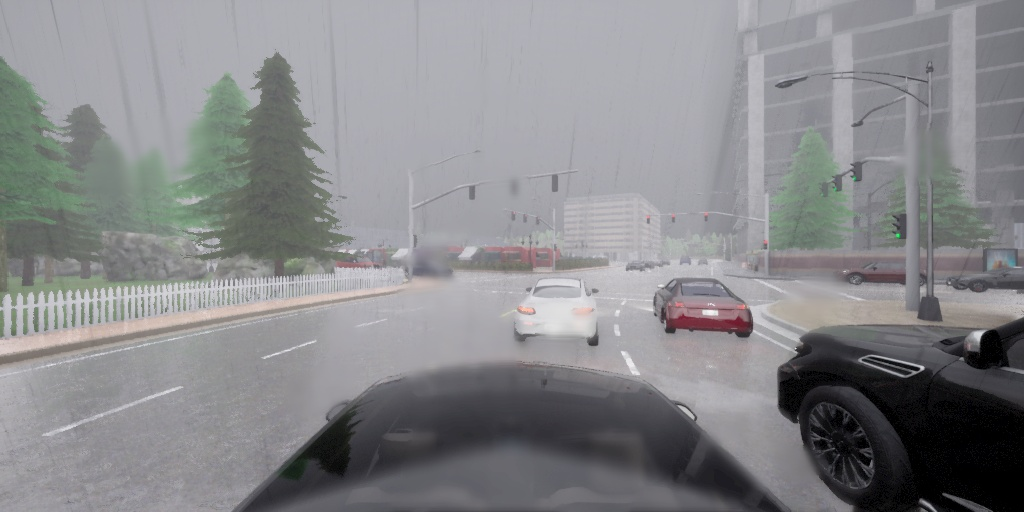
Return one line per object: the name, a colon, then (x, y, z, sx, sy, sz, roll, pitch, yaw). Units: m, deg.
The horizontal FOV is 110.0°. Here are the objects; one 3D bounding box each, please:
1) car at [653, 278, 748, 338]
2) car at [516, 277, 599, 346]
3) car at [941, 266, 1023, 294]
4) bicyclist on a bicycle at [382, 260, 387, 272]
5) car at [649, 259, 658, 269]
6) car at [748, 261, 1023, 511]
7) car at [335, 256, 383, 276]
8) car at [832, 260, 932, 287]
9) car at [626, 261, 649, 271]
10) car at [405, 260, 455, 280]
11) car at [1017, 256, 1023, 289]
car: (5.296, 1.314, 10.419, 1.994, 1.385, 4.181, 0, 0, 17)
car: (1.275, 1.276, 9.412, 1.812, 1.442, 4.674, 0, 0, 11)
car: (28.002, 1.331, 20.154, 4.674, 1.442, 1.812, 0, 0, 29)
bicyclist on a bicycle: (-15.735, 1.258, 44.274, 0.582, 1.620, 1.656, 0, 0, -23)
car: (20.806, 1.351, 55.404, 1.895, 1.301, 4.718, 0, 0, 29)
car: (3.737, 0.971, 1.190, 2.150, 2.045, 5.566, 0, 0, 0)
car: (-15.663, 1.027, 36.674, 5.566, 2.045, 2.150, 0, 0, 30)
car: (25.914, 1.157, 25.388, 4.553, 1.767, 2.097, 0, 0, 30)
car: (16.479, 1.314, 47.666, 1.994, 1.385, 4.181, 0, 0, 29)
car: (-7.303, 1.157, 31.928, 4.553, 1.767, 2.097, 0, 0, 30)
car: (34.251, 1.027, 20.657, 5.566, 2.045, 2.150, 0, 0, 30)
